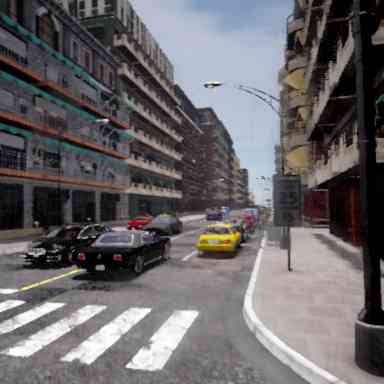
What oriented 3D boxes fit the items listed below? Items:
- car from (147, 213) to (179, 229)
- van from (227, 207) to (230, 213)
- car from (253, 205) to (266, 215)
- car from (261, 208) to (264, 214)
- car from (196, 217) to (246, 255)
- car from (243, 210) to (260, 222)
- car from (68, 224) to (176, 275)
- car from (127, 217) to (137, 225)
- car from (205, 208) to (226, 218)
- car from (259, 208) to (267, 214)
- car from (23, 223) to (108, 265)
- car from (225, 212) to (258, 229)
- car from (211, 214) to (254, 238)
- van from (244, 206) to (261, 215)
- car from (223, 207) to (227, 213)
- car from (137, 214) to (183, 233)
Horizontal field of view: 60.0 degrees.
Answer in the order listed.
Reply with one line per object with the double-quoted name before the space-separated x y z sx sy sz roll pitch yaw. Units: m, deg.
"car" -2.859 2.928 34.055 1.752 1.417 4.829 -1 -2 14
"van" 7.831 4.455 78.221 1.690 1.788 3.998 -1 -2 14
"car" 14.644 4.028 70.759 2.192 1.841 5.009 -1 -2 14
"car" 7.988 3.196 43.254 2.008 1.369 4.403 -1 -2 14
"car" 1.424 2.134 16.142 1.752 1.417 4.829 -1 -2 14
"car" 5.325 2.768 32.255 1.887 1.381 4.507 -1 -2 14
"car" -2.278 2.101 12.311 1.895 1.301 4.718 -1 -2 14
"car" -4.150 2.744 28.720 1.887 1.381 4.507 -1 -2 14
"car" 3.133 3.447 47.454 1.994 1.385 4.181 -1 -3 14
"car" 18.639 4.942 87.244 1.802 1.307 4.206 -1 -2 14
"car" -4.980 2.121 14.284 1.837 1.490 4.892 -1 -2 15
"car" 3.994 2.557 26.756 1.887 1.381 4.507 -1 -2 14
"car" 2.662 2.354 21.256 2.008 1.369 4.403 -1 -2 14
"van" 6.655 2.775 37.763 1.690 1.788 3.998 -1 -2 14
"car" 5.170 4.235 67.214 2.008 1.369 4.403 -1 -2 14
"car" -2.129 2.612 26.100 2.033 1.411 5.357 -1 -2 14
